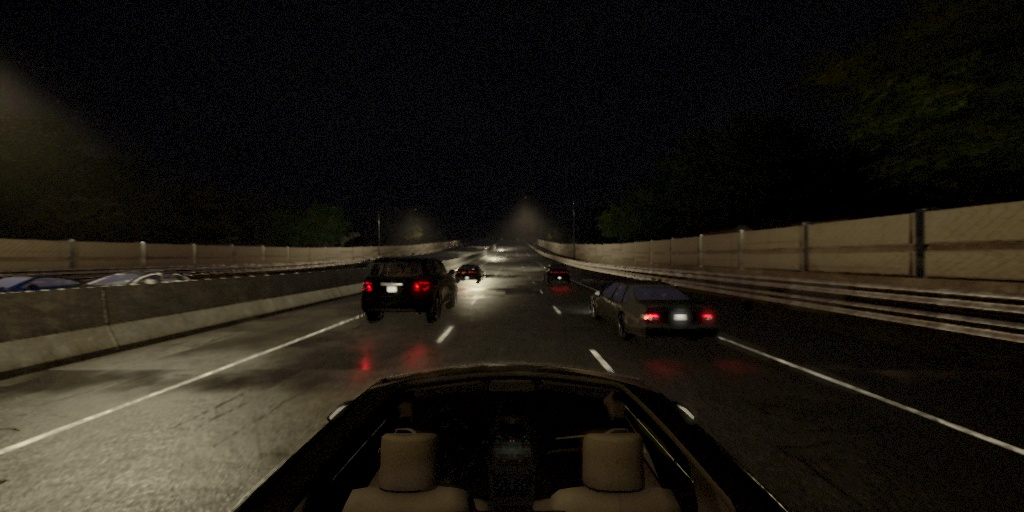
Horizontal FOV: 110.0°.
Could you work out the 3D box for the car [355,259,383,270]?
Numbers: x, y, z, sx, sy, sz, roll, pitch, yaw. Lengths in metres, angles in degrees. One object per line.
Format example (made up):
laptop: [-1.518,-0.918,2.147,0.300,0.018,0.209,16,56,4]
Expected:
car: [-21.050,1.243,53.065,2.033,1.411,5.357,0,1,1]

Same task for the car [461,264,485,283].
car: [-3.404,1.400,29.525,1.837,1.490,4.892,0,0,0]

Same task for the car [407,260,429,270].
car: [-14.060,1.279,53.905,1.895,1.301,4.718,0,1,1]

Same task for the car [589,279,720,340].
car: [3.598,1.371,10.175,2.033,1.411,5.357,0,0,0]

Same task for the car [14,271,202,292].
car: [-14.101,1.335,13.427,2.128,1.511,4.902,0,0,0]

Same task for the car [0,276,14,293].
car: [-17.601,1.404,12.929,1.994,1.385,4.181,0,0,0]

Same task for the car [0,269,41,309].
car: [-21.101,1.317,12.839,1.882,1.535,5.008,0,0,0]

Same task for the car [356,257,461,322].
car: [-3.402,1.062,12.840,2.150,2.045,5.566,0,0,0]

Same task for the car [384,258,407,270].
car: [-17.550,1.146,54.322,1.882,1.535,5.008,0,2,1]

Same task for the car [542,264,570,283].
car: [3.596,1.401,29.478,1.837,1.490,4.892,0,0,0]
